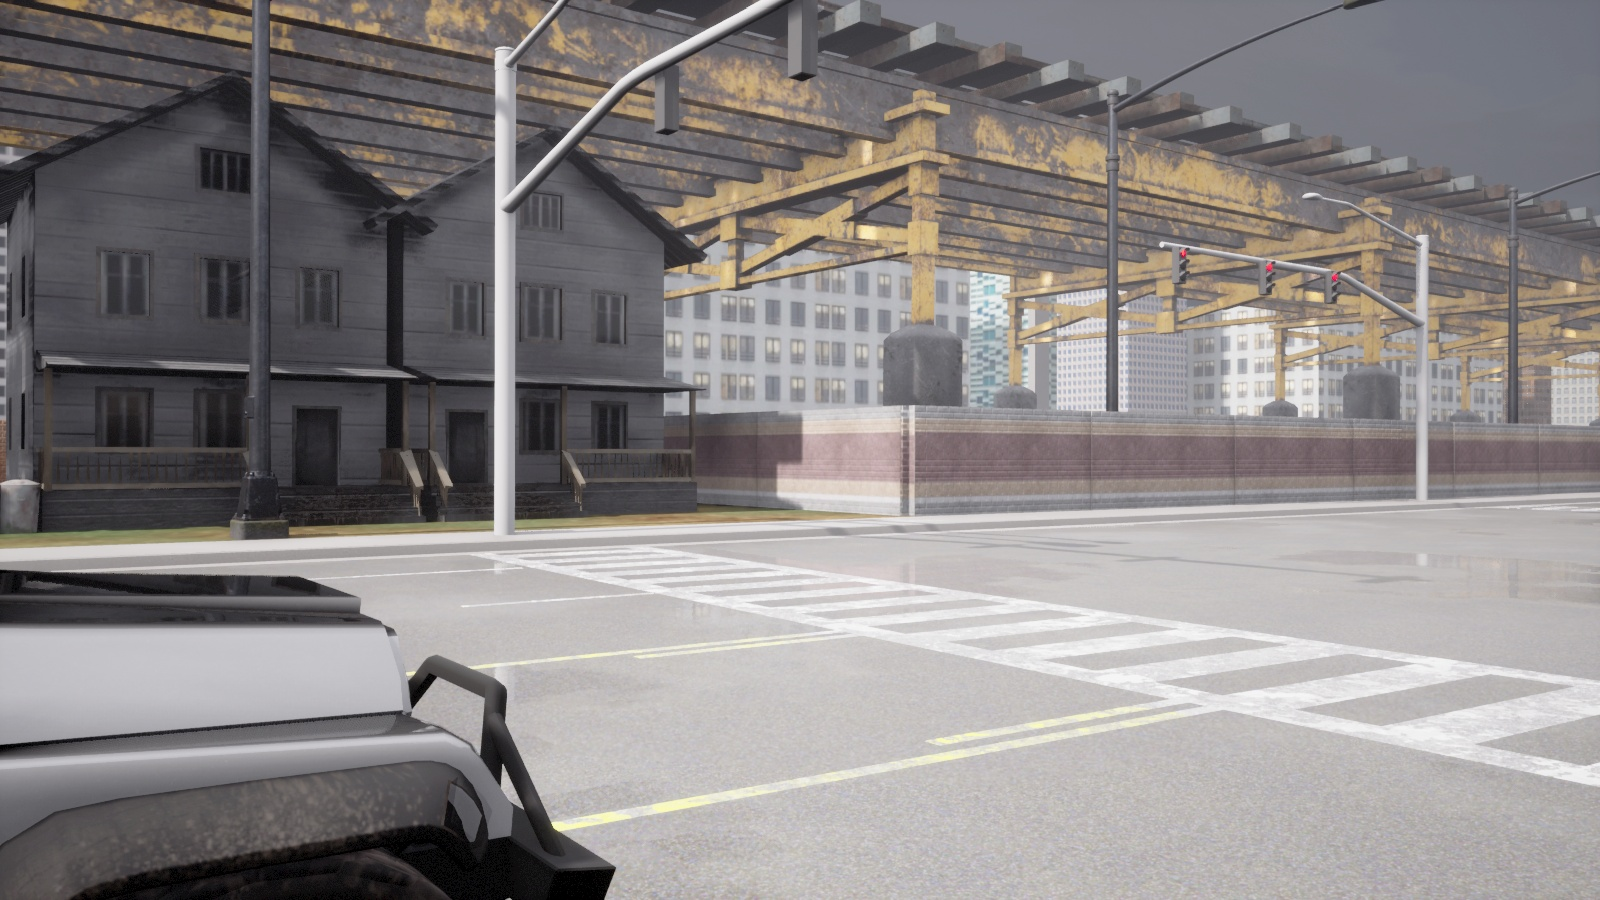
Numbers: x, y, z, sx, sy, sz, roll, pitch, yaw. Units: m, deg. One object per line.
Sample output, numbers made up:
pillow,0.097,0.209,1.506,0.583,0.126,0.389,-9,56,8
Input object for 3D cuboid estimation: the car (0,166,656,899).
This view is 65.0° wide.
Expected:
car,-2.398,0.551,1.999,3.866,1.878,1.905,0,0,-34
